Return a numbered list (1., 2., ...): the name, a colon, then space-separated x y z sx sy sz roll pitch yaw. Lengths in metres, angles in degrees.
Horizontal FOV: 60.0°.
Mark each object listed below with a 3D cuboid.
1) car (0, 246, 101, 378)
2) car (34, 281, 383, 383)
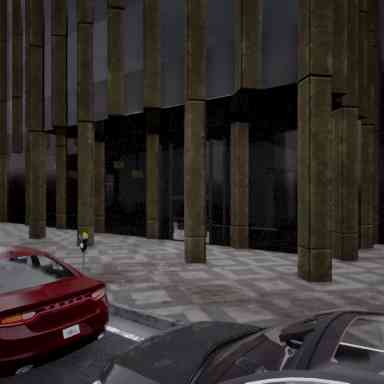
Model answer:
1. car: -3.264 1.544 5.309 4.507 1.381 1.887 0 0 36
2. car: 1.155 1.551 2.139 4.403 1.369 2.008 0 0 36
